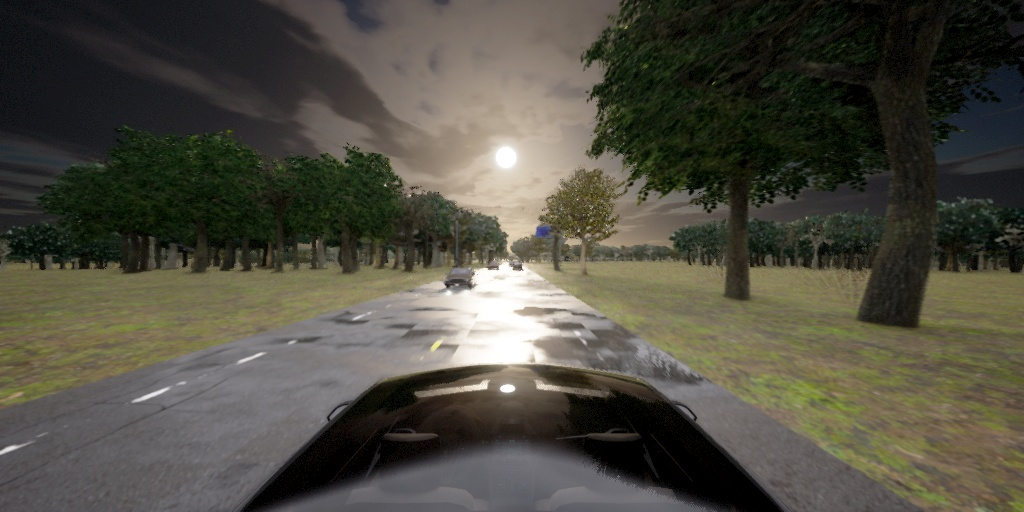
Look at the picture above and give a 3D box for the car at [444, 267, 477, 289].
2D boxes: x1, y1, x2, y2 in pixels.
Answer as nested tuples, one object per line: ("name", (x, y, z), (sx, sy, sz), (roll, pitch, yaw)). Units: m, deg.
("car", (-3.593, 1.532, 26.088), (2.033, 1.411, 5.357), (0, -1, 0))
